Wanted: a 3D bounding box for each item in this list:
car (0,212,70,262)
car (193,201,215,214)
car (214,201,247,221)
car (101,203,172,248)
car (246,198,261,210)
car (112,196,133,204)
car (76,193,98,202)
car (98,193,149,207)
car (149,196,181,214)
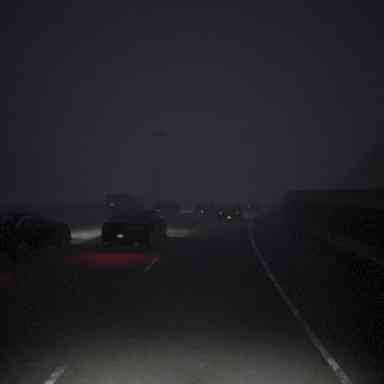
[{"bbox_3d":[-6.172,1.480,12.088,2.128,1.511,4.902,0,0,5],"label":"car"},{"bbox_3d":[1.624,1.611,35.071,1.895,1.301,4.718,0,0,16],"label":"car"},{"bbox_3d":[3.250,1.614,27.176,1.895,1.301,4.718,0,0,12],"label":"car"},{"bbox_3d":[-2.378,1.475,14.783,1.882,1.535,5.008,0,0,6],"label":"car"},{"bbox_3d":[7.633,1.551,42.398,1.812,1.442,4.674,0,0,19],"label":"car"},{"bbox_3d":[-13.516,1.537,65.171,1.994,1.385,4.181,0,0,24],"label":"car"},{"bbox_3d":[-18.956,1.193,61.557,2.150,2.045,5.566,0,0,23],"label":"car"},{"bbox_3d":[-6.428,1.214,31.887,2.150,2.045,5.566,0,0,13],"label":"car"},{"bbox_3d":[-2.516,1.493,33.048,2.128,1.511,4.902,0,0,14],"label":"car"}]
